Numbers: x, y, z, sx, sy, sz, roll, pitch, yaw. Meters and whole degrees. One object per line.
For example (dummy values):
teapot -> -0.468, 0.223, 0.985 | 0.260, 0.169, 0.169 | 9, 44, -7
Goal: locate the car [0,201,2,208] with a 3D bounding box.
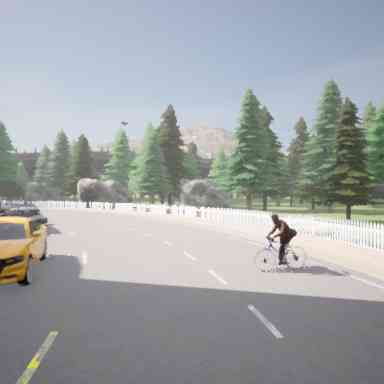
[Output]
car -> -12.004, 1.202, 23.184 | 1.994, 1.385, 4.181 | 0, 0, -39

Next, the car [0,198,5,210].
car -> -25.981, 1.469, 41.374 | 5.008, 1.535, 1.882 | 0, 0, 21

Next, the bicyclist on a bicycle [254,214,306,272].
bicyclist on a bicycle -> 2.513, 1.445, 9.444 | 1.656, 1.620, 0.582 | -1, 0, -14

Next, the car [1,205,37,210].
car -> -9.649, 1.596, 19.257 | 1.895, 1.301, 4.718 | 0, 0, -33

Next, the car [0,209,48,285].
car -> -5.284, 1.476, 9.353 | 1.882, 1.535, 5.008 | 0, 0, -17
